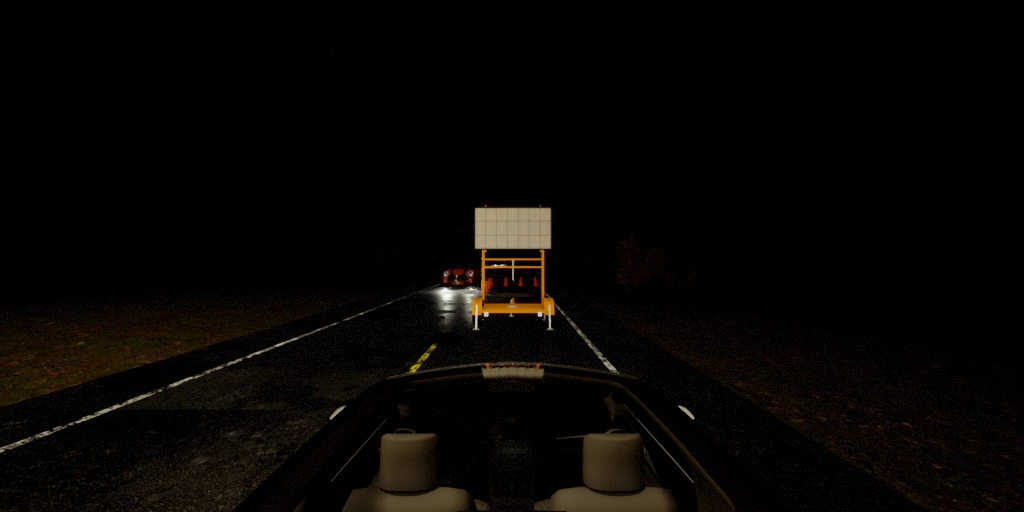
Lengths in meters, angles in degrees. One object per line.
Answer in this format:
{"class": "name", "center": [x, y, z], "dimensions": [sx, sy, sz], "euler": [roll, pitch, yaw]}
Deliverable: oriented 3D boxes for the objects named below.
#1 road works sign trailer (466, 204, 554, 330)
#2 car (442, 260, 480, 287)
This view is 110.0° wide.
{"class": "road works sign trailer", "center": [0.034, 0.215, 11.107], "dimensions": [2.380, 3.560, 2.880], "euler": [0, 0, 0]}
{"class": "car", "center": [-3.415, 1.107, 24.752], "dimensions": [2.097, 1.767, 4.553], "euler": [0, 0, 0]}
